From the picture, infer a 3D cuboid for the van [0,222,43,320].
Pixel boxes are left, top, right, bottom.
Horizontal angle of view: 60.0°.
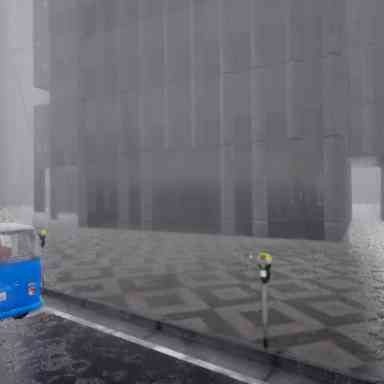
[{"bbox_3d":[-4.474,1.397,6.160,3.998,1.788,1.690,-1,0,36],"label":"van"}]
